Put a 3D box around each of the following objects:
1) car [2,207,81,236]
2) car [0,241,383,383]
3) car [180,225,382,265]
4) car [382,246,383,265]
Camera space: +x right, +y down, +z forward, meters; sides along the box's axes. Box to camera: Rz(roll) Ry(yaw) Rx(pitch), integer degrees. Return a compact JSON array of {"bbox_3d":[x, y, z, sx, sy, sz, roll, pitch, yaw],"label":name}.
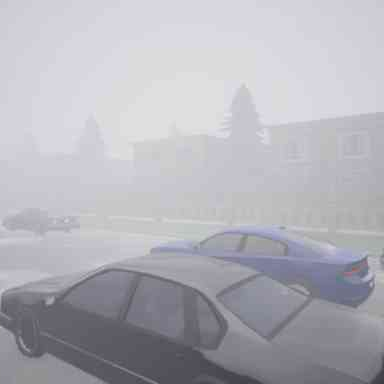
[{"bbox_3d":[-8.528,1.562,18.675,5.357,1.411,2.033,0,0,36],"label":"car"},{"bbox_3d":[-0.384,1.550,4.266,5.357,1.411,2.033,0,0,36],"label":"car"},{"bbox_3d":[1.212,1.480,7.426,5.008,1.535,1.882,0,0,36],"label":"car"},{"bbox_3d":[6.963,1.525,7.611,4.674,1.442,1.812,0,0,35],"label":"car"}]
